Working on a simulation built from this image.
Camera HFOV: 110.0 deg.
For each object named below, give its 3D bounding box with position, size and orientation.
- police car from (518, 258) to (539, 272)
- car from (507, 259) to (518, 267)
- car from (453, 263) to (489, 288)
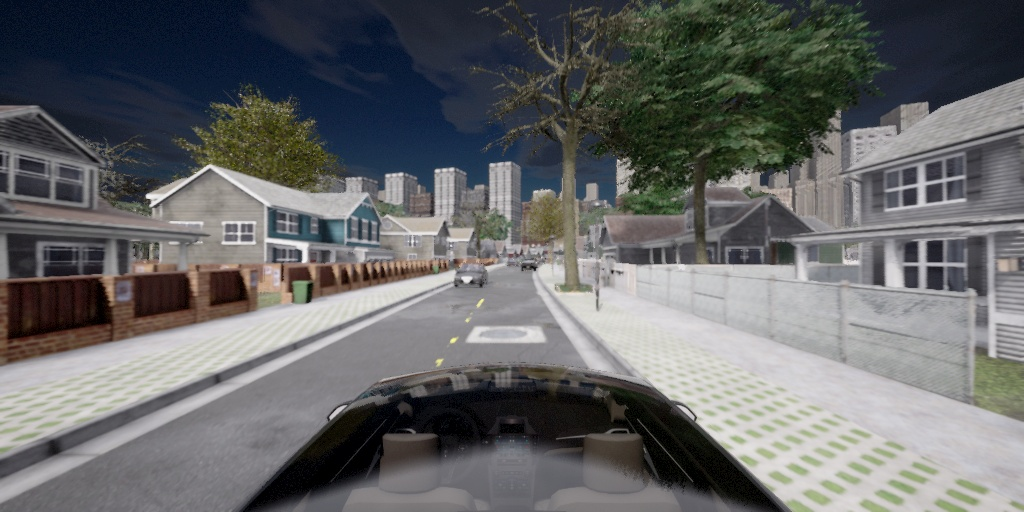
[{"bbox_3d":[2.224,1.177,47.572,1.930,1.638,5.238,0,0,4],"label":"police car"},{"bbox_3d":[0.213,1.313,64.777,2.033,1.411,5.357,0,0,6],"label":"car"},{"bbox_3d":[-2.627,1.241,23.799,2.128,1.511,4.902,0,0,2],"label":"car"}]
